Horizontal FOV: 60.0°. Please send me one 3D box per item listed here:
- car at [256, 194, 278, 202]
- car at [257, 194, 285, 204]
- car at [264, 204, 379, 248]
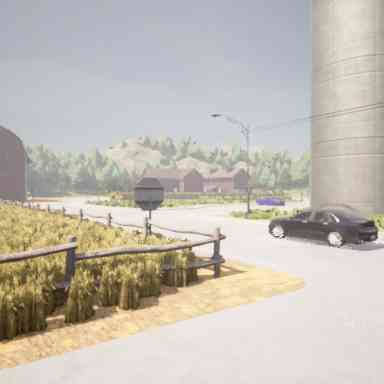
[{"bbox_3d":[16.428,1.300,73.149,1.932,1.855,4.605,0,0,-36],"label":"car"},{"bbox_3d":[12.923,1.472,54.180,2.242,1.667,4.611,0,0,-36],"label":"car"},{"bbox_3d":[5.648,1.504,14.947,1.837,1.490,4.892,0,0,-36],"label":"car"}]
